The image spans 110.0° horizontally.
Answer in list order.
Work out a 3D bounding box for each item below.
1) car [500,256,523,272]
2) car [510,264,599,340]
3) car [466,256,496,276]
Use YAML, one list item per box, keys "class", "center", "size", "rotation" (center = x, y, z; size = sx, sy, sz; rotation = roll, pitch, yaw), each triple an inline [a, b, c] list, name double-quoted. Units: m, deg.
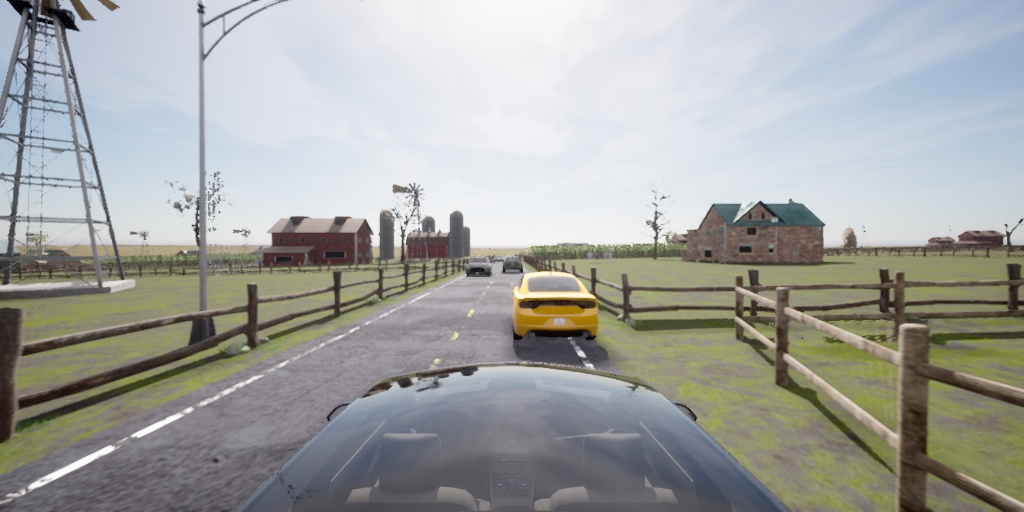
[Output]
- class: "car"
  center: [0.068, 0.791, 38.292]
  size: [2.097, 1.767, 4.553]
  rotation: [0, 0, 0]
- class: "car"
  center: [0.961, 1.157, 9.742]
  size: [1.882, 1.535, 5.008]
  rotation: [0, 1, 0]
- class: "car"
  center: [-2.853, 0.843, 31.863]
  size: [2.097, 1.767, 4.553]
  rotation: [0, 0, 0]
